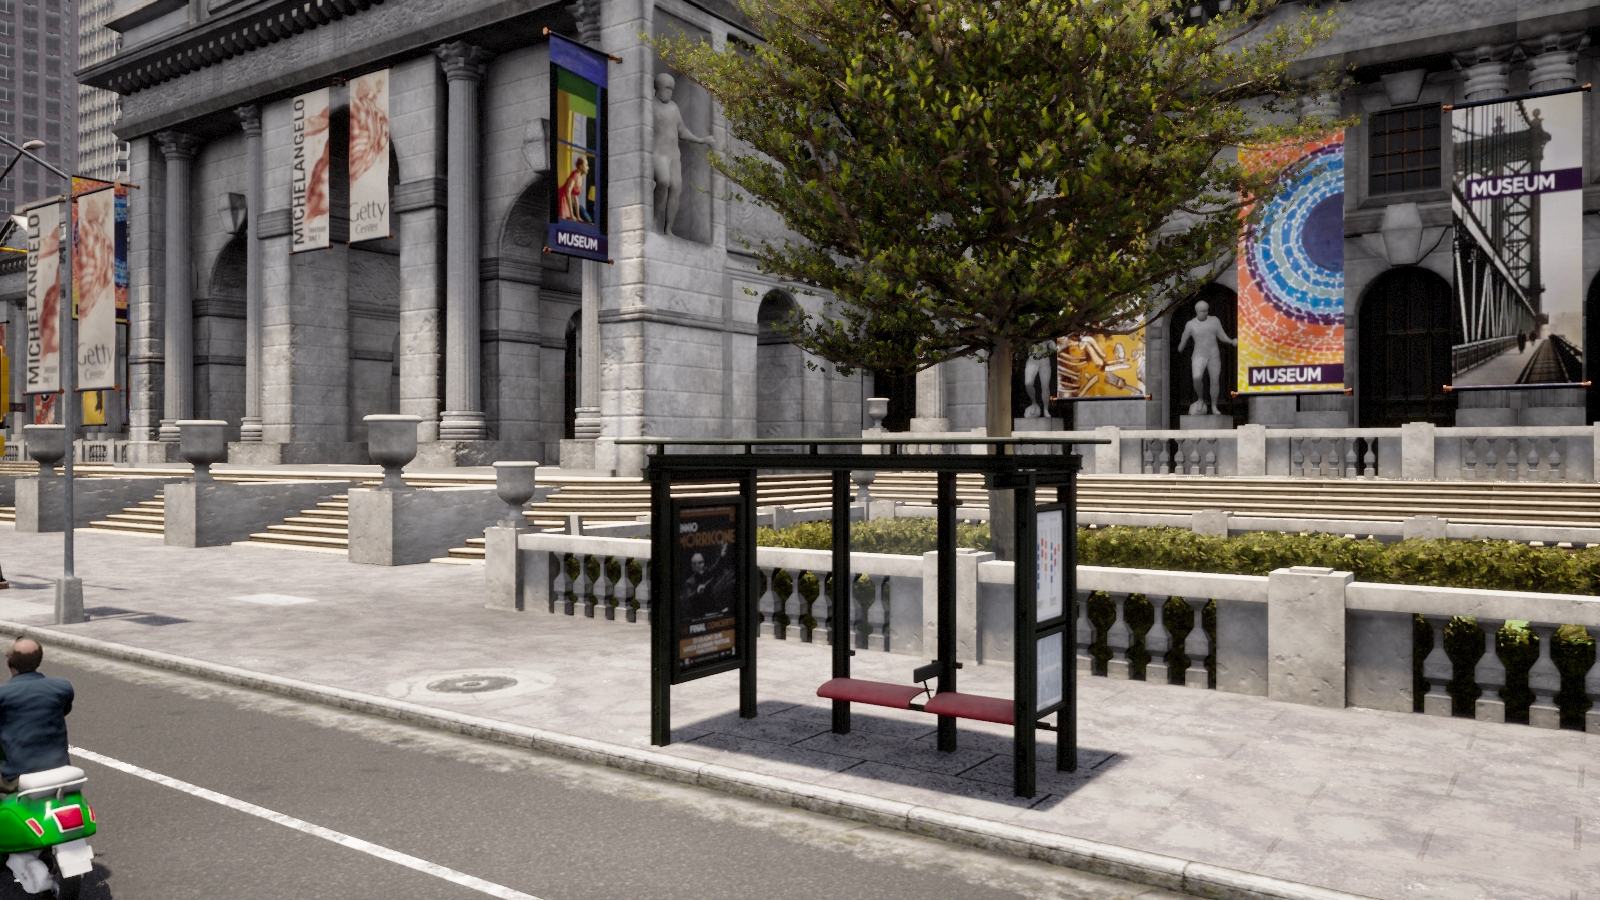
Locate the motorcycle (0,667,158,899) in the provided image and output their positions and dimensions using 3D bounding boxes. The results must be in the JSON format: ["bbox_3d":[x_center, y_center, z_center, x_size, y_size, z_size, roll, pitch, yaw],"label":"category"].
[{"bbox_3d":[-4.997,2.180,7.294,1.805,1.236,0.856,1,1,35],"label":"motorcycle"}]
